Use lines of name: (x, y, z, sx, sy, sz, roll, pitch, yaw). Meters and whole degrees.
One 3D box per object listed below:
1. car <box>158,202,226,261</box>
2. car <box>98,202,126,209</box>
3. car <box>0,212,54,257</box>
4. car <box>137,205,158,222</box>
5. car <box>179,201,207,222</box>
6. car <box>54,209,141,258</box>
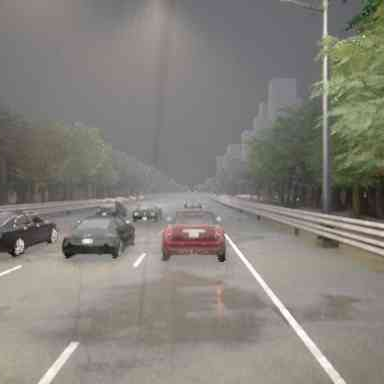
car: (0.074, 1.378, 12.610, 2.097, 1.767, 4.553, 0, 0, 0)
car: (-6.919, 1.577, 28.877, 1.812, 1.442, 4.674, 0, 0, 0)
car: (-6.924, 1.534, 13.029, 1.837, 1.490, 4.892, 0, 0, 0)
car: (-3.431, 1.650, 26.457, 1.895, 1.301, 4.718, 0, 0, 0)
car: (0.079, 1.543, 27.896, 2.128, 1.511, 4.902, 0, 0, 0)
car: (-3.425, 1.592, 12.956, 1.994, 1.385, 4.181, 0, 0, 0)
